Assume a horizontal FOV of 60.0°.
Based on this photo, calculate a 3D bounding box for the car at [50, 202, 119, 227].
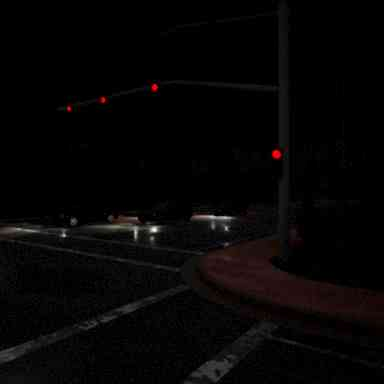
[{"bbox_3d":[-7.425,1.477,23.305,1.882,1.535,5.008,0,0,36],"label":"car"}]

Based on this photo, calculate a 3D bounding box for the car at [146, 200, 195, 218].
[{"bbox_3d":[-1.893,1.504,31.020,1.837,1.490,4.892,0,0,36],"label":"car"}]

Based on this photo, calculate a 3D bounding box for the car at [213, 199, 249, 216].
[{"bbox_3d":[3.951,1.504,33.134,1.837,1.490,4.892,0,0,36],"label":"car"}]

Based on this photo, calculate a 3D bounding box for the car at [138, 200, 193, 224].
[{"bbox_3d":[-1.909,1.477,24.996,1.882,1.535,5.008,0,0,36],"label":"car"}]
